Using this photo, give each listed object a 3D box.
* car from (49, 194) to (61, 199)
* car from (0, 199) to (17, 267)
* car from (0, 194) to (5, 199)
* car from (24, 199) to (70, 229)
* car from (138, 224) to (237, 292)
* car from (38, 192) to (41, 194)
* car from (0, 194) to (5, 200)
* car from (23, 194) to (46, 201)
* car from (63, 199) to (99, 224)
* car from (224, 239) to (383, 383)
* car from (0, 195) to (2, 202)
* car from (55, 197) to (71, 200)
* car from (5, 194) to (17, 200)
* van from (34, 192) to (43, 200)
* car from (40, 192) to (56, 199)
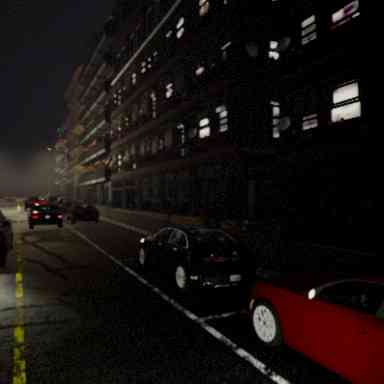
[{"bbox_3d":[-12.850,1.268,33.336,1.967,1.590,4.097,2,-1,-27],"label":"car"},{"bbox_3d":[-6.909,1.269,10.465,2.097,1.767,4.553,0,0,-25],"label":"car"},{"bbox_3d":[-35.183,0.980,59.190,2.192,1.841,5.009,2,-1,-27],"label":"car"},{"bbox_3d":[-9.205,1.423,20.822,2.033,1.411,5.357,0,0,-27],"label":"car"},{"bbox_3d":[-0.101,1.523,8.798,2.008,1.369,4.403,2,-1,-27],"label":"car"},{"bbox_3d":[-23.096,1.180,52.946,1.967,1.590,4.097,2,-1,-27],"label":"car"},{"bbox_3d":[-45.399,1.205,78.816,1.802,1.307,4.206,2,-1,-27],"label":"car"},{"bbox_3d":[-17.959,1.291,37.707,1.837,1.490,4.892,0,0,-27],"label":"car"},{"bbox_3d":[-7.755,1.425,23.518,1.887,1.381,4.507,2,-1,-27],"label":"car"},{"bbox_3d":[2.452,1.551,3.890,1.887,1.381,4.507,2,-1,-27],"label":"car"},{"bbox_3d":[-37.742,1.196,64.095,1.887,1.381,4.507,2,-1,-27],"label":"car"},{"bbox_3d":[-10.307,1.398,28.424,1.887,1.381,4.507,2,-1,-27],"label":"car"},{"bbox_3d":[-34.327,1.150,63.053,1.882,1.535,5.008,0,0,-27],"label":"car"},{"bbox_3d":[-35.855,1.014,77.484,1.690,1.788,3.998,2,-1,-27],"label":"van"},{"bbox_3d":[-17.987,1.095,43.132,2.192,1.841,5.009,2,-1,-27],"label":"car"}]
